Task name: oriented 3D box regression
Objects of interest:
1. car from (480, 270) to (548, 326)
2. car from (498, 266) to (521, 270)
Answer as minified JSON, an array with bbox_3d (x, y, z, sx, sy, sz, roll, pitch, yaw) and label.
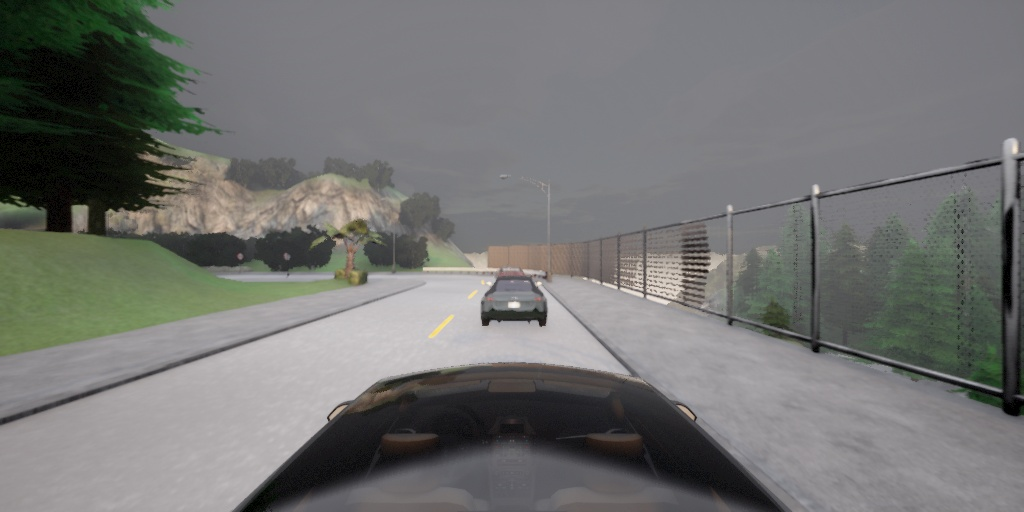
[{"bbox_3d":[0.068,1.319,11.783,1.994,1.385,4.181,0,0,0],"label":"car"},{"bbox_3d":[-0.215,1.370,26.299,1.895,1.301,4.718,0,0,-6],"label":"car"}]
